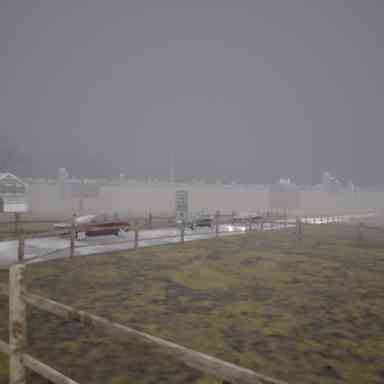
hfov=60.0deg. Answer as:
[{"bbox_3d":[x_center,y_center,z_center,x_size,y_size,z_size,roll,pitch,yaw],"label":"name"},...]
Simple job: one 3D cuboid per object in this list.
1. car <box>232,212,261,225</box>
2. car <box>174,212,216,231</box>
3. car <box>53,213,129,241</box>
[{"bbox_3d":[6.397,3.025,38.760,1.882,1.535,5.008,1,-2,35],"label":"car"},{"bbox_3d":[0.350,2.580,30.032,2.128,1.511,4.902,1,-2,35],"label":"car"},{"bbox_3d":[-6.104,2.078,20.637,1.882,1.535,5.008,1,-2,34],"label":"car"}]
